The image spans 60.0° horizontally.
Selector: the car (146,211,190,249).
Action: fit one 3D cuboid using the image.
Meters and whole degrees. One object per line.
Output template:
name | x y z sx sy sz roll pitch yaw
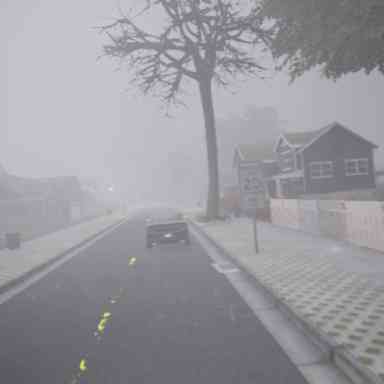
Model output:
car | -1.199 1.664 16.092 1.882 1.535 5.008 -5 0 -5
